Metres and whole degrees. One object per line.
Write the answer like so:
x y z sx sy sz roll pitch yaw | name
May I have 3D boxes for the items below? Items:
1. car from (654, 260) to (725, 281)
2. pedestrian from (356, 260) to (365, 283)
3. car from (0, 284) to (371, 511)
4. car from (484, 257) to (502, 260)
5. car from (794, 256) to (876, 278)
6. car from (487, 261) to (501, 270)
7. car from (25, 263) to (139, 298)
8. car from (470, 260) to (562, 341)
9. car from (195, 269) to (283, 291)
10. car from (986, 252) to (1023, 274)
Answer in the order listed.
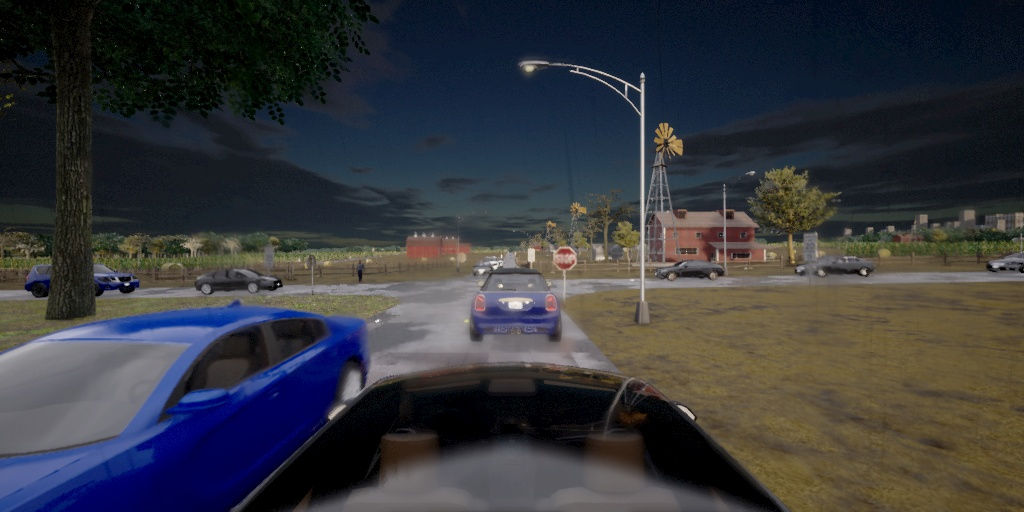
12.658 0.993 25.690 4.674 1.442 1.812 -1 1 2 | car
-12.195 1.215 28.764 0.375 1.860 0.375 0 2 0 | pedestrian
-2.860 1.227 2.896 1.882 1.535 5.008 0 0 0 | car
-2.901 1.096 48.439 2.150 2.045 5.566 0 -1 0 | car
22.966 0.753 25.608 4.902 1.511 2.128 -1 1 0 | car
-2.876 1.508 58.877 2.033 1.411 5.357 0 -1 1 | car
-27.287 1.498 22.845 5.566 2.045 2.150 -1 1 0 | car
0.085 1.104 9.976 2.097 1.767 4.553 0 0 0 | car
-17.291 1.598 22.814 4.892 1.490 1.837 -1 1 0 | car
36.974 0.466 25.535 4.902 1.511 2.128 -1 1 0 | car
